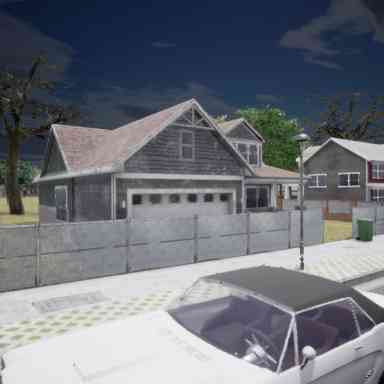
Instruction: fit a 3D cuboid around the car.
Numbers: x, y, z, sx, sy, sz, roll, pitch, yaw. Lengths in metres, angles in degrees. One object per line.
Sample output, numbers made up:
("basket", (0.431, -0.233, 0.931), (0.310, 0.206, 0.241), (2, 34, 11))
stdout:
("car", (0.585, 1.600, 3.487), (4.718, 1.301, 1.895), (0, 0, -35))
